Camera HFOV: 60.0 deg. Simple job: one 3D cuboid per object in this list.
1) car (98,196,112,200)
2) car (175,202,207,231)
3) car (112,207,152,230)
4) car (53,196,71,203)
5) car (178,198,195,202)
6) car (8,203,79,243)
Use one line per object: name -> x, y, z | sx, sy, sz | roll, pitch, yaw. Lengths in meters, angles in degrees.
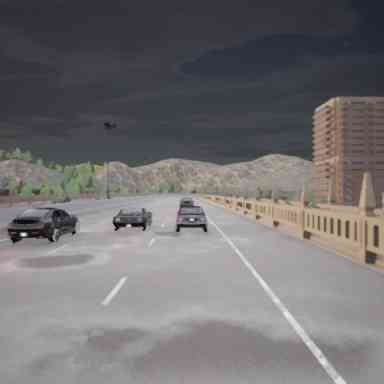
car -> -15.245, 1.487, 58.200 | 1.882, 1.535, 5.008 | 0, 0, -2
car -> -0.075, 1.549, 20.494 | 2.033, 1.411, 5.357 | 0, 0, -1
car -> -3.590, 1.603, 20.884 | 1.895, 1.301, 4.718 | 0, 0, -1
car -> -22.213, 1.547, 56.999 | 1.837, 1.490, 4.892 | 0, 0, -2
car -> -0.692, 1.508, 42.661 | 1.837, 1.490, 4.892 | 0, 0, -2
car -> -6.998, 1.506, 16.173 | 1.837, 1.490, 4.892 | 0, 0, -1
